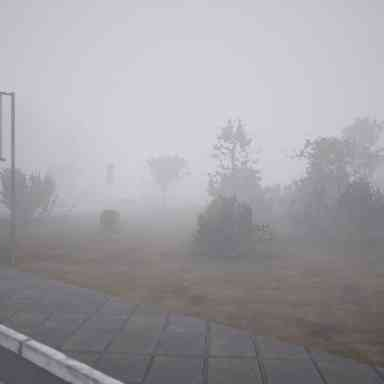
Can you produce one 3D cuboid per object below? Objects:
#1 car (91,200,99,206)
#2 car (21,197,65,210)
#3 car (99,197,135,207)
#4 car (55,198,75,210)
[{"bbox_3d":[-13.250,1.521,51.824,1.895,1.301,4.718,0,1,39],"label":"car"},{"bbox_3d":[-19.576,1.481,43.977,2.128,1.511,4.902,0,0,39],"label":"car"},{"bbox_3d":[-10.582,1.469,49.558,2.033,1.411,5.357,0,1,39],"label":"car"},{"bbox_3d":[-17.045,1.482,41.538,2.128,1.511,4.902,0,0,39],"label":"car"}]
